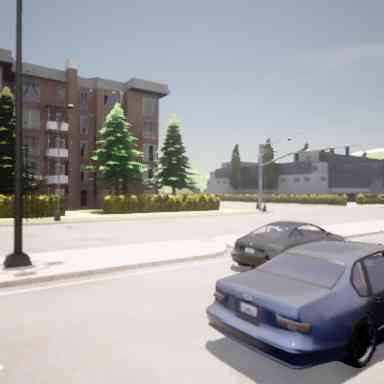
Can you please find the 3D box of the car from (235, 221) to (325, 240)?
[{"bbox_3d":[3.230,1.597,10.375,4.181,1.385,1.994,0,0,-36],"label":"car"}]

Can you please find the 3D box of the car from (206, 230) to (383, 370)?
[{"bbox_3d":[2.777,1.569,5.753,5.357,1.411,2.033,0,0,-35],"label":"car"}]
